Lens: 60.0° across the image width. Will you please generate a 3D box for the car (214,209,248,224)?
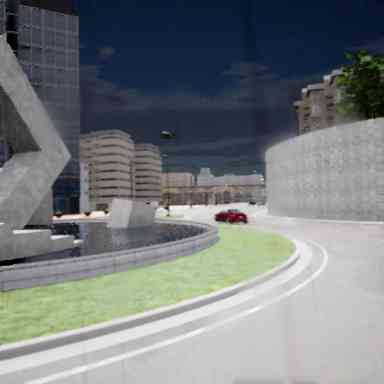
[{"bbox_3d":[3.778,2.380,32.831,1.994,1.385,4.181,-1,-2,-23],"label":"car"}]
